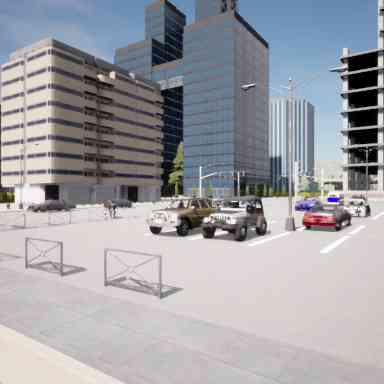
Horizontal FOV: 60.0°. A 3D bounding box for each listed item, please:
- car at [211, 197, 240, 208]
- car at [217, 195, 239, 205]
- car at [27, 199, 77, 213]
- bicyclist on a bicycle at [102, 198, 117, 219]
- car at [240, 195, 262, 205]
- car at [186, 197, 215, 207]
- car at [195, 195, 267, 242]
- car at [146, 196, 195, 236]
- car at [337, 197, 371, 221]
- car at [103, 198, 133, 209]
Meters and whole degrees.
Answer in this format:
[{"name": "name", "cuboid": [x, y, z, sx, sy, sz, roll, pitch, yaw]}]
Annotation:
[{"name": "car", "cuboid": [5.155, 1.547, 50.462, 2.033, 1.411, 5.357, 0, 0, 33]}, {"name": "car", "cuboid": [6.380, 1.352, 58.768, 2.097, 1.767, 4.553, 0, 0, 34]}, {"name": "car", "cuboid": [-15.935, 1.547, 38.164, 2.033, 1.411, 5.357, 0, 0, 34]}, {"name": "bicyclist on a bicycle", "cuboid": [-6.500, 1.302, 26.216, 1.656, 1.620, 0.582, 0, 0, 34]}, {"name": "car", "cuboid": [10.415, 1.352, 58.340, 2.097, 1.767, 4.553, 0, 0, 34]}, {"name": "car", "cuboid": [1.342, 1.492, 51.135, 2.128, 1.511, 4.902, 0, 0, 34]}, {"name": "car", "cuboid": [2.113, 1.156, 15.603, 1.905, 1.878, 3.866, 0, 0, 34]}, {"name": "car", "cuboid": [-0.257, 1.153, 17.266, 1.932, 1.855, 4.605, 0, 0, 34]}, {"name": "car", "cuboid": [14.116, 1.395, 28.578, 1.970, 1.475, 3.806, 0, 0, 34]}, {"name": "car", "cuboid": [-10.309, 1.564, 46.537, 1.994, 1.385, 4.181, 0, 0, 35]}]
